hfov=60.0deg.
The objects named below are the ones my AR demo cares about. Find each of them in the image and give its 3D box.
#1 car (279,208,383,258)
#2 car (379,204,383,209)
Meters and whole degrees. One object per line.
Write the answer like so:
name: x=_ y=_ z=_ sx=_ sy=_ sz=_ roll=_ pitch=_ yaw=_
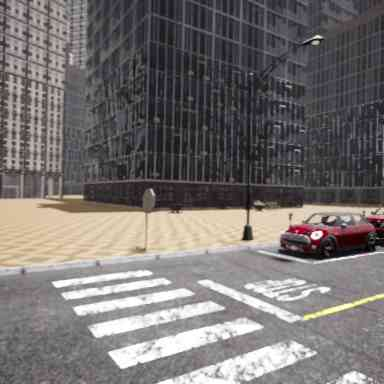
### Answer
car: x=5.348 y=1.509 z=13.050 sx=4.097 sy=1.590 sz=1.967 roll=1 pitch=0 yaw=-32
car: x=10.113 y=1.450 z=16.081 sx=5.009 sy=1.841 sz=2.192 roll=1 pitch=0 yaw=-32
